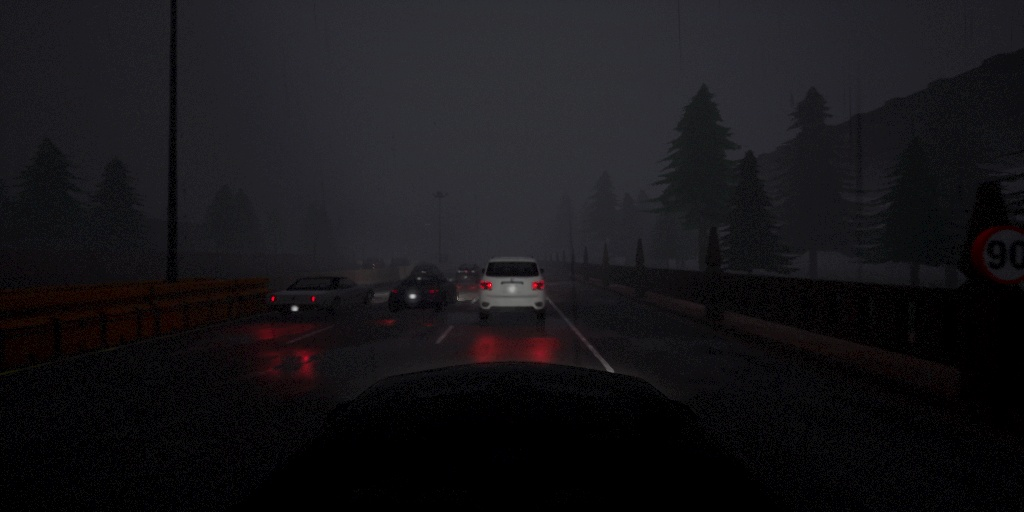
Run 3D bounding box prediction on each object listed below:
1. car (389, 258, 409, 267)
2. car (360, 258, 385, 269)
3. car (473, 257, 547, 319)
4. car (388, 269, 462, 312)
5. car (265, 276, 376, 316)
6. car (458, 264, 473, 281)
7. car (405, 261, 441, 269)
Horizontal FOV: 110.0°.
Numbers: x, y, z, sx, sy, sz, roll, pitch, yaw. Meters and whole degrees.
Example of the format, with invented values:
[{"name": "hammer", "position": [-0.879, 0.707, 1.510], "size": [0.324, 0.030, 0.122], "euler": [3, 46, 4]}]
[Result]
[{"name": "car", "position": [-17.841, 1.291, 57.194], "size": [2.150, 2.045, 5.566], "euler": [0, 0, -3]}, {"name": "car", "position": [-21.262, 1.280, 54.989], "size": [2.150, 2.045, 5.566], "euler": [0, 0, -3]}, {"name": "car", "position": [0.032, 1.040, 13.241], "size": [2.150, 2.045, 5.566], "euler": [0, 0, 0]}, {"name": "car", "position": [-3.452, 1.389, 14.547], "size": [1.994, 1.385, 4.181], "euler": [0, 0, 1]}, {"name": "car", "position": [-6.962, 1.421, 13.746], "size": [1.895, 1.301, 4.718], "euler": [0, 0, 1]}, {"name": "car", "position": [-3.451, 1.402, 29.359], "size": [2.128, 1.511, 4.902], "euler": [0, 0, 1]}, {"name": "car", "position": [-6.950, 1.416, 29.396], "size": [1.837, 1.490, 4.892], "euler": [0, 0, 1]}]
